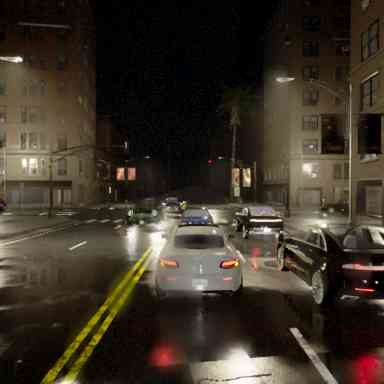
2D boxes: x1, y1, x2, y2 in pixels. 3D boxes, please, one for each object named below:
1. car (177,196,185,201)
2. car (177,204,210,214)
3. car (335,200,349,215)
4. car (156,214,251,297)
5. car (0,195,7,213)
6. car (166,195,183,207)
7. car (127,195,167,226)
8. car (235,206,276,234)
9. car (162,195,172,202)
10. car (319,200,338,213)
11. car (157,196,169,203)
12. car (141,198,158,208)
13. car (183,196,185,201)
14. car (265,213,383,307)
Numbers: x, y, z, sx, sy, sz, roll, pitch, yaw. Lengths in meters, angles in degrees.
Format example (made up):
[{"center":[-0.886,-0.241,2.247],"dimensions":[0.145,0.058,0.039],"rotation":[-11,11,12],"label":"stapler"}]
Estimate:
[{"center":[-2.666,1.555,81.056],"dimensions":[1.895,1.301,4.718],"rotation":[0,0,0],"label":"car"},{"center":[0.228,1.544,17.926],"dimensions":[2.033,1.411,5.357],"rotation":[0,0,0],"label":"car"},{"center":[16.440,1.762,31.621],"dimensions":[4.313,1.339,1.947],"rotation":[0,0,1],"label":"car"},{"center":[0.160,1.524,8.472],"dimensions":[1.812,1.442,4.674],"rotation":[0,0,0],"label":"car"},{"center":[-20.699,1.345,31.992],"dimensions":[5.008,1.535,1.882],"rotation":[0,1,-8],"label":"car"},{"center":[-2.972,1.540,52.011],"dimensions":[2.033,1.411,5.357],"rotation":[0,0,0],"label":"car"},{"center":[-3.182,1.346,23.401],"dimensions":[2.097,1.767,4.553],"rotation":[0,0,0],"label":"car"},{"center":[3.373,1.488,17.237],"dimensions":[2.128,1.511,4.902],"rotation":[0,0,0],"label":"car"},{"center":[-5.931,1.490,79.058],"dimensions":[1.812,1.442,4.674],"rotation":[0,0,0],"label":"car"},{"center":[17.003,1.593,37.565],"dimensions":[5.008,1.535,1.882],"rotation":[0,1,1],"label":"car"},{"center":[-6.008,1.532,68.822],"dimensions":[2.033,1.411,5.357],"rotation":[0,0,1],"label":"car"},{"center":[-6.241,1.593,49.463],"dimensions":[1.895,1.301,4.718],"rotation":[0,0,0],"label":"car"},{"center":[-2.751,1.532,69.396],"dimensions":[2.033,1.411,5.357],"rotation":[0,0,0],"label":"car"},{"center":[3.385,1.490,7.929],"dimensions":[2.128,1.511,4.902],"rotation":[0,0,1],"label":"car"}]
